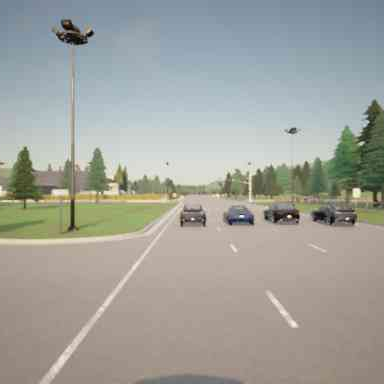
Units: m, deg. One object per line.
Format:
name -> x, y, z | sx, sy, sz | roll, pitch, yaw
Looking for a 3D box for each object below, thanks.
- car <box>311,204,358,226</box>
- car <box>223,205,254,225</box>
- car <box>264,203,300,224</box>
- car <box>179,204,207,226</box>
car -> 10.568, 1.650, 25.061 | 2.128, 1.511, 4.902 | 0, 0, 0
car -> 3.567, 1.727, 25.886 | 1.994, 1.385, 4.181 | 0, 0, 0
car -> 7.066, 1.645, 26.637 | 1.882, 1.535, 5.008 | 0, 0, 0
car -> 0.068, 1.650, 25.048 | 2.128, 1.511, 4.902 | 0, 0, 0
